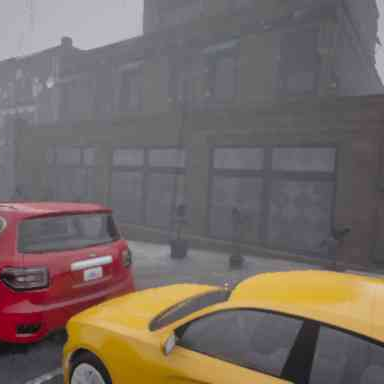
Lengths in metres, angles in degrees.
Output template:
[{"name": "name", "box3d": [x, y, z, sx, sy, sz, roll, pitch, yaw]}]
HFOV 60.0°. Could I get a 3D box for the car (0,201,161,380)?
[{"name": "car", "box3d": [-3.518, 1.174, 6.042, 5.566, 2.045, 2.435, 1, 0, 36]}]
